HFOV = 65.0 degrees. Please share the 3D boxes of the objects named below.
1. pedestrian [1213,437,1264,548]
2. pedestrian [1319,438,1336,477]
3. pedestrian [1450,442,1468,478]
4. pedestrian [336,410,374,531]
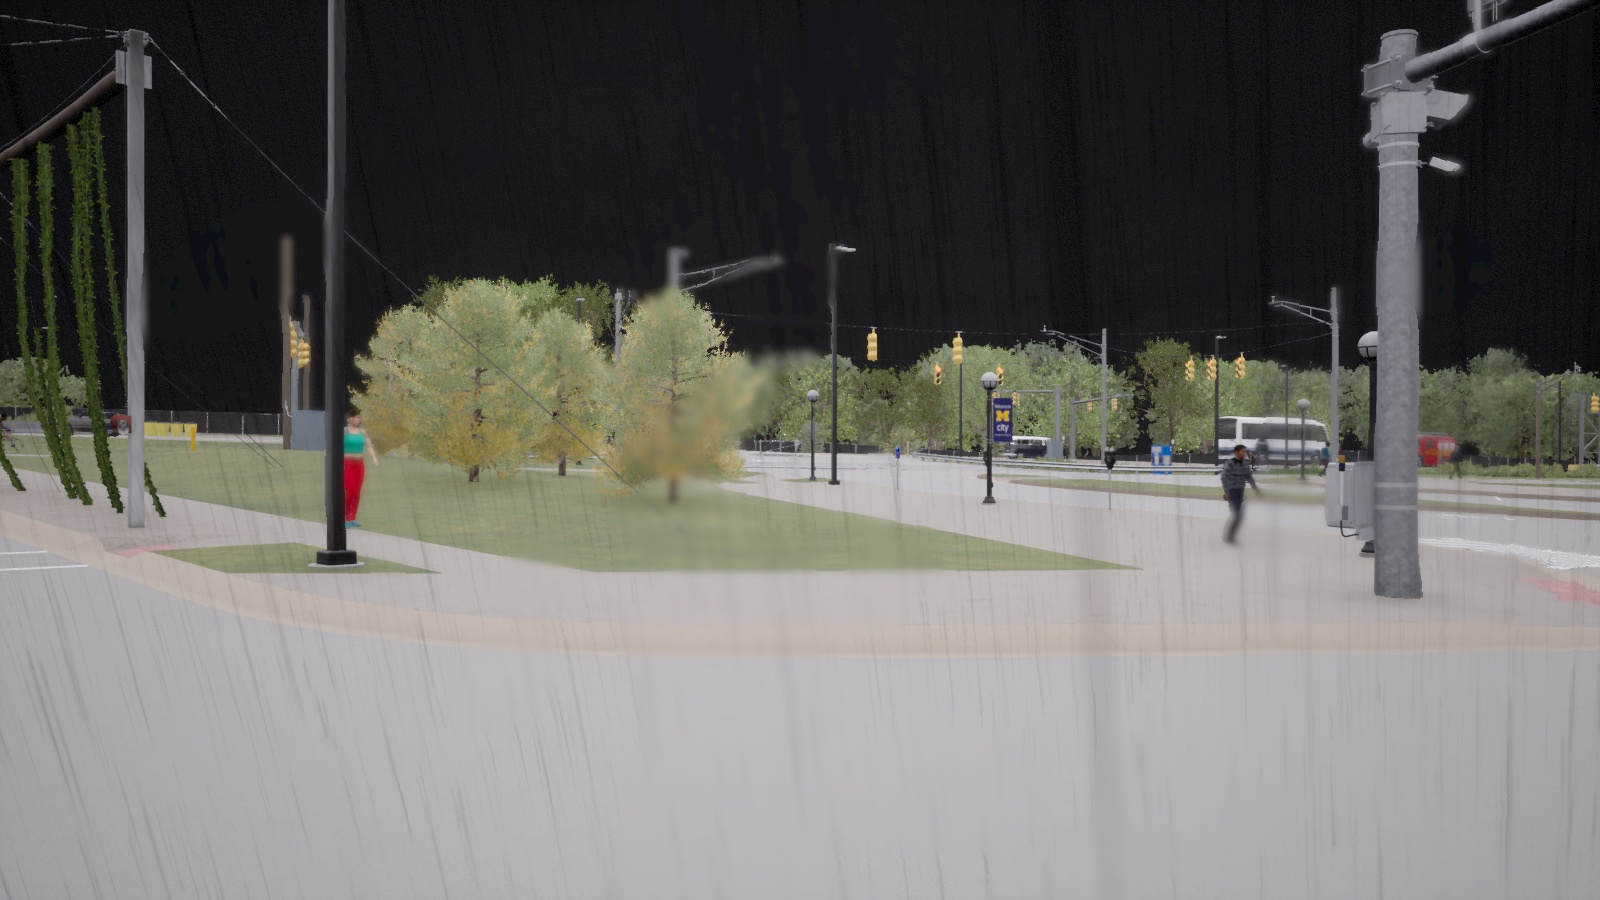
[{"bbox_3d":[7.789,0.739,22.335,0.423,1.949,0.788,0,0,-25],"label":"pedestrian"},{"bbox_3d":[26.237,0.351,62.416,0.692,1.930,0.396,0,0,-16],"label":"pedestrian"},{"bbox_3d":[34.159,0.521,65.070,0.726,1.842,0.402,0,0,-15],"label":"pedestrian"},{"bbox_3d":[-6.840,0.308,19.307,0.345,1.836,0.594,0,0,-43],"label":"pedestrian"}]
